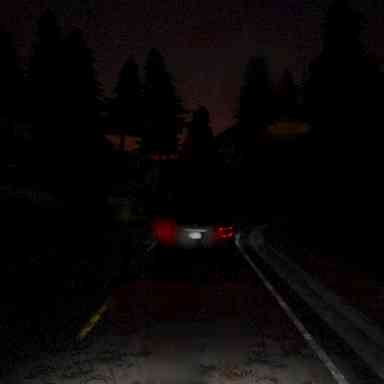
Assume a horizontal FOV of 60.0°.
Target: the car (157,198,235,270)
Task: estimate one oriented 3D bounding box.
[{"bbox_3d":[0.176,1.197,11.093,2.150,2.045,5.566,0,0,2],"label":"car"}]
